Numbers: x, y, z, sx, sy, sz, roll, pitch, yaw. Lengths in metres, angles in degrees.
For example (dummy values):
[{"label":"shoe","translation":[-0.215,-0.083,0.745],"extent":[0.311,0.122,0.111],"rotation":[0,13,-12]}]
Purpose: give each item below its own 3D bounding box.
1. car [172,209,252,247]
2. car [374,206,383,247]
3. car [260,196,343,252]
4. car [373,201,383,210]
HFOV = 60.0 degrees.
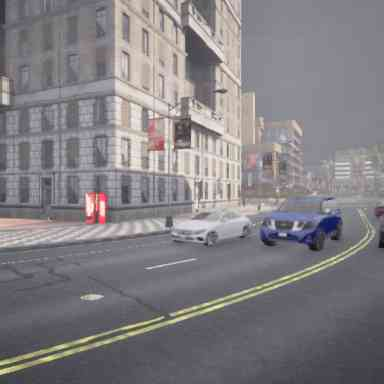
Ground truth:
[{"label":"car","translation":[1.076,1.526,15.219],"extent":[1.812,1.442,4.674],"rotation":[0,0,38]},{"label":"car","translation":[9.201,1.505,14.199],"extent":[1.837,1.490,4.892],"rotation":[1,0,35]},{"label":"car","translation":[4.988,1.221,14.525],"extent":[2.150,2.045,5.566],"rotation":[0,0,36]},{"label":"car","translation":[16.970,1.478,28.887],"extent":[1.882,1.535,5.008],"rotation":[0,0,26]}]
